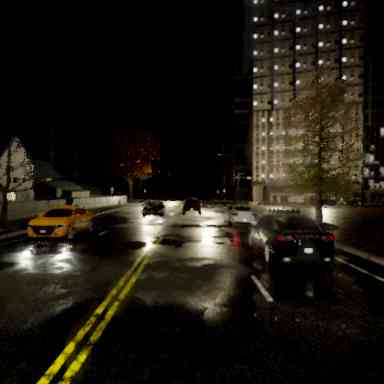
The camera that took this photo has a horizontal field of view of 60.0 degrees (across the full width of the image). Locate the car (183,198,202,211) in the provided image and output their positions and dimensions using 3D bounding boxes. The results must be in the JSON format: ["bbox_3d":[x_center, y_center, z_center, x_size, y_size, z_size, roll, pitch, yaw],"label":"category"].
[{"bbox_3d":[0.071,1.493,41.036,2.128,1.511,4.902,0,0,0],"label":"car"}]

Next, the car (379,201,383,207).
[{"bbox_3d":[33.649,1.982,55.213,4.507,1.381,1.887,0,2,20],"label":"car"}]

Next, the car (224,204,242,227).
[{"bbox_3d":[3.246,1.520,22.744,1.812,1.442,4.674,0,0,0],"label":"car"}]

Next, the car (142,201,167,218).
[{"bbox_3d":[-3.353,1.543,30.467,2.033,1.411,5.357,0,0,0],"label":"car"}]

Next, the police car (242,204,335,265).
[{"bbox_3d":[3.247,1.421,11.850,1.930,1.638,5.238,0,0,0],"label":"police car"}]

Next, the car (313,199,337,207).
[{"bbox_3d":[23.002,1.664,59.104,5.009,1.841,2.192,0,2,20],"label":"car"}]

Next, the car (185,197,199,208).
[{"bbox_3d":[-0.009,1.556,50.069,2.033,1.411,5.357,0,0,0],"label":"car"}]

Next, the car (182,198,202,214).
[{"bbox_3d":[-0.018,1.500,35.385,1.837,1.490,4.892,0,-1,0],"label":"car"}]

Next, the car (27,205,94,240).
[{"bbox_3d":[-6.603,1.472,17.203,1.882,1.535,5.008,0,0,0],"label":"car"}]

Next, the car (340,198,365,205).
[{"bbox_3d":[31.035,1.744,64.559,4.403,1.369,2.008,0,2,20],"label":"car"}]
